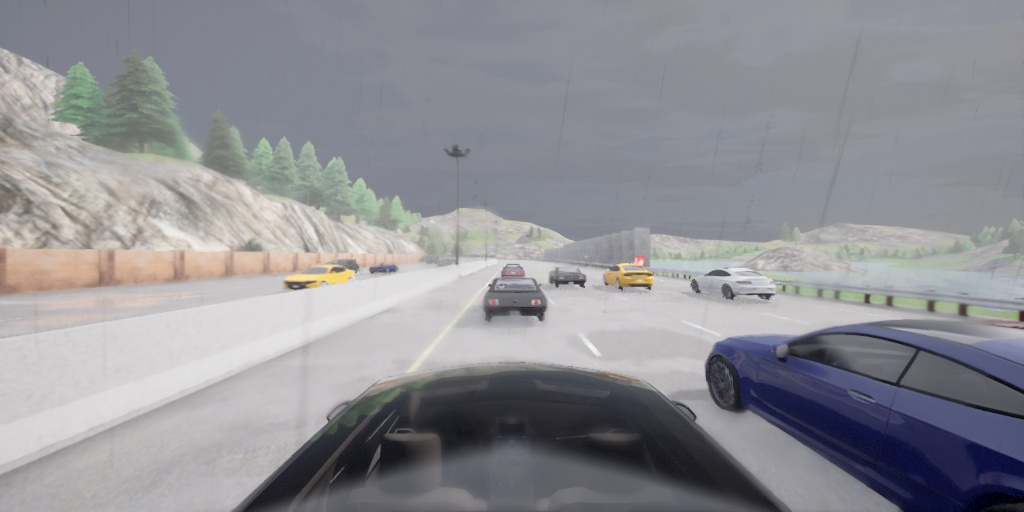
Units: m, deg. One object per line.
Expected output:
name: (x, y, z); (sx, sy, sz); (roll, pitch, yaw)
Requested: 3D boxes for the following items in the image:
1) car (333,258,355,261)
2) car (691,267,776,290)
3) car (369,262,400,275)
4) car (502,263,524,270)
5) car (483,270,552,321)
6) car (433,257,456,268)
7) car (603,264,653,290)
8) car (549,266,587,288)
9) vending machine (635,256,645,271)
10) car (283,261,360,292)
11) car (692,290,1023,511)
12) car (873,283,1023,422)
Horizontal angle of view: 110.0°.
car: (-17.608, 1.100, 37.202); (2.097, 1.767, 4.553); (0, 0, 0)
car: (10.594, 1.276, 17.465); (1.812, 1.442, 4.674); (0, 0, 0)
car: (-14.110, 1.350, 39.815); (1.895, 1.301, 4.718); (0, 0, 0)
car: (0.088, 1.314, 30.343); (1.994, 1.385, 4.181); (0, 0, 0)
car: (0.096, 1.351, 12.422); (1.895, 1.301, 4.718); (0, 0, 0)
car: (-10.600, 1.250, 56.385); (1.837, 1.490, 4.892); (0, 1, 0)
car: (7.091, 1.228, 22.340); (1.882, 1.535, 5.008); (0, 0, 0)
car: (3.592, 1.351, 23.950); (1.895, 1.301, 4.718); (0, 0, 0)
vending machine: (15.483, 0.946, 43.379); (1.100, 2.100, 0.880); (0, 0, 0)
car: (-10.608, 1.227, 20.076); (1.882, 1.535, 5.008); (0, 0, 0)
car: (3.600, 1.276, 3.077); (1.812, 1.442, 4.674); (0, 0, 0)
car: (7.100, 1.228, 3.607); (1.882, 1.535, 5.008); (0, 0, 0)
